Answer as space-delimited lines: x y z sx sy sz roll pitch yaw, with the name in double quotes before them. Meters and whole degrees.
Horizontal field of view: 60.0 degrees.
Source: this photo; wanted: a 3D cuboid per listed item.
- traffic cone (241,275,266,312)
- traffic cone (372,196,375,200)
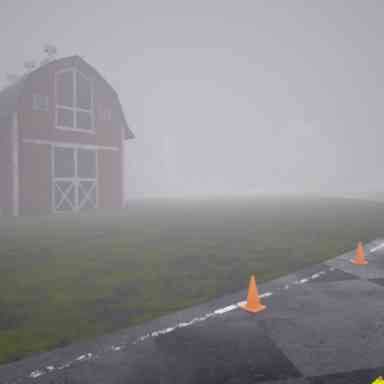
"traffic cone" 1.125 1.831 6.108 0.340 0.580 0.340 -2 1 -40
"traffic cone" 23.238 0.684 42.483 0.340 0.580 0.340 -1 1 12
